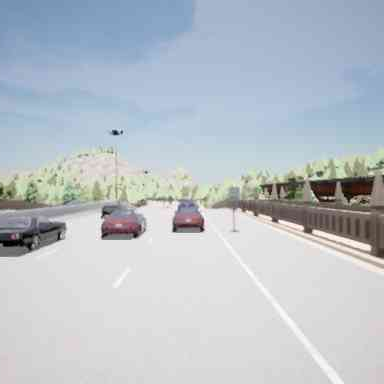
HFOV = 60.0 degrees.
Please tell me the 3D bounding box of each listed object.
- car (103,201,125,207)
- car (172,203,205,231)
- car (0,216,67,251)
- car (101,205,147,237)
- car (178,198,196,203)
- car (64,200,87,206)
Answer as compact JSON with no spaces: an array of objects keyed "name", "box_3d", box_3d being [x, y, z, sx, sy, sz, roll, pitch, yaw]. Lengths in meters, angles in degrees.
[{"name":"car","box_3d":[-7.431,1.631,32.331,2.128,1.511,4.902,0,0,-1]},{"name":"car","box_3d":[-0.240,1.630,21.391,1.994,1.385,4.181,0,0,-1]},{"name":"car","box_3d":[-7.120,1.685,14.497,1.895,1.301,4.718,0,0,-1]},{"name":"car","box_3d":[-3.693,1.641,18.596,1.994,1.385,4.181,0,0,-1]},{"name":"car","box_3d":[-0.548,1.473,39.018,2.097,1.767,4.553,0,0,-1]},{"name":"car","box_3d":[-14.795,1.779,42.701,2.033,1.411,5.357,0,-1,-1]}]
